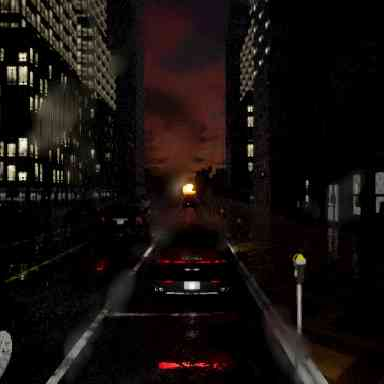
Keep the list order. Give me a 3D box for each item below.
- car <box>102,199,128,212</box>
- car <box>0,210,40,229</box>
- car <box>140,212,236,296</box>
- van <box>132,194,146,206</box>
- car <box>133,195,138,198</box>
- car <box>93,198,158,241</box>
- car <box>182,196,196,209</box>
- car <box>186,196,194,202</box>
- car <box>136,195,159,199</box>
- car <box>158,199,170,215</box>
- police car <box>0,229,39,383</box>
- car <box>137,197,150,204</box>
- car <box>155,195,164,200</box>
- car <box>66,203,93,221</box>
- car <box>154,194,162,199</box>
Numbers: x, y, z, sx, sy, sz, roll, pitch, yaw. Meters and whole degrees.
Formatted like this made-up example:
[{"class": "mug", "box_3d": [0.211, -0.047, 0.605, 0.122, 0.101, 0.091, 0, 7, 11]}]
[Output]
[{"class": "car", "box_3d": [-8.833, 1.537, 38.569, 2.008, 1.369, 4.403, 0, 0, 0]}, {"class": "car", "box_3d": [-8.833, 1.563, 15.800, 1.947, 1.339, 4.313, 0, 0, 0]}, {"class": "car", "box_3d": [0.000, 1.503, 8.649, 1.837, 1.490, 4.892, 0, 0, 0]}, {"class": "van", "box_3d": [-8.832, 1.315, 55.646, 1.690, 1.788, 3.998, 0, 0, 0]}, {"class": "car", "box_3d": [-8.832, 1.523, 49.953, 1.887, 1.381, 4.507, 0, 0, 0]}, {"class": "car", "box_3d": [-3.123, 1.348, 16.699, 2.097, 1.767, 4.553, 0, 0, 0]}, {"class": "car", "box_3d": [-0.452, 1.548, 44.248, 1.947, 1.339, 4.313, 0, 0, 0]}, {"class": "car", "box_3d": [-0.452, 1.533, 78.399, 1.802, 1.307, 4.206, 0, 0, 0]}, {"class": "car", "box_3d": [-6.172, 1.506, 46.443, 1.812, 1.442, 4.674, 0, 0, 1]}, {"class": "car", "box_3d": [-3.127, 1.591, 31.523, 1.895, 1.301, 4.718, 0, 0, 0]}, {"class": "police car", "box_3d": [-3.146, 1.425, 2.334, 1.930, 1.638, 5.238, 0, 0, 0]}, {"class": "car", "box_3d": [-8.832, 1.550, 61.338, 1.802, 1.307, 4.206, 0, 0, 0]}, {"class": "car", "box_3d": [-8.832, 1.504, 89.799, 1.947, 1.339, 4.313, 0, 0, 0]}, {"class": "car", "box_3d": [-8.832, 1.575, 27.183, 1.802, 1.307, 4.206, 0, 0, 0]}, {"class": "car", "box_3d": [-8.832, 1.391, 78.413, 1.967, 1.590, 4.097, 0, 0, 0]}]
